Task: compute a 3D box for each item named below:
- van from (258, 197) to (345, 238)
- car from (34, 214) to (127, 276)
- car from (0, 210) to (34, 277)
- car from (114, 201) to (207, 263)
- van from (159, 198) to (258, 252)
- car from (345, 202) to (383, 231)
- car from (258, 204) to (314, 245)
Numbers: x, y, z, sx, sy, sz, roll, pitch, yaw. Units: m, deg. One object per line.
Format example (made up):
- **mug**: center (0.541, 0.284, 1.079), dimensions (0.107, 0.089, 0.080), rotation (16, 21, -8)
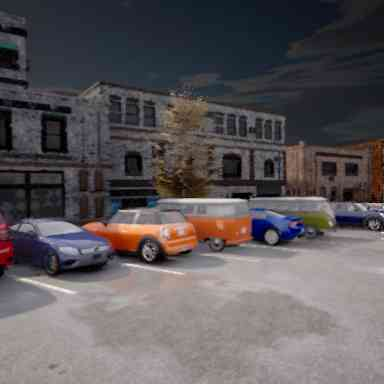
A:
- **van**: center (5.160, 1.261, 17.134), dimensions (4.442, 1.987, 1.878), rotation (-1, -1, 35)
- **car**: center (-4.492, 1.525, 10.388), dimensions (4.674, 1.452, 2.002), rotation (-1, -1, 35)
- **car**: center (-6.910, 1.236, 8.699), dimensions (5.566, 2.045, 2.435), rotation (-1, 0, 35)
- **car**: center (-2.082, 1.357, 12.069), dimensions (4.553, 1.767, 2.185), rotation (-1, 0, 35)
- **van**: center (0.185, 1.260, 13.854), dimensions (4.442, 1.987, 1.878), rotation (-1, -1, 35)
- **car**: center (9.818, 1.374, 20.621), dimensions (4.553, 1.767, 2.185), rotation (-1, -1, 35)
- **car**: center (2.678, 1.485, 15.486), dimensions (5.008, 1.535, 2.097), rotation (-1, -1, 35)
